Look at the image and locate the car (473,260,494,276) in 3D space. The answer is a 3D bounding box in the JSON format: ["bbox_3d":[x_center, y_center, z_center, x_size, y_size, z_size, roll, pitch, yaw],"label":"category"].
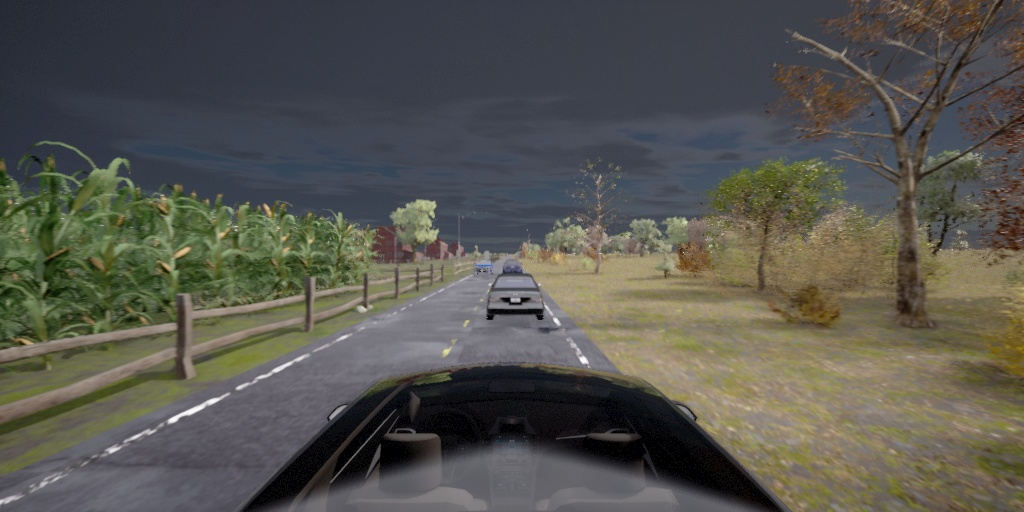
[{"bbox_3d":[-2.786,1.093,35.910,1.882,1.535,5.008,0,0,0],"label":"car"}]

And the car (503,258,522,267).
[{"bbox_3d":[0.054,1.112,39.118,2.097,1.767,4.553,0,0,0],"label":"car"}]

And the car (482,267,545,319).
[{"bbox_3d":[0.103,1.305,12.771,2.033,1.411,5.357,0,0,0],"label":"car"}]
